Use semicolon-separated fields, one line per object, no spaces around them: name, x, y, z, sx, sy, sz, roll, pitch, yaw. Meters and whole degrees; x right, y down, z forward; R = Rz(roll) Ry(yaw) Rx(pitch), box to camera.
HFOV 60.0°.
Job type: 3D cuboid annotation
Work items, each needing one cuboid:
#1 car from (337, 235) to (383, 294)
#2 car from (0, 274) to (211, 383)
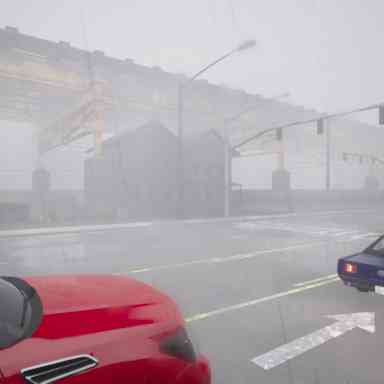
car;5.462;1.601;7.639;4.718;1.301;1.895;0;0;-35
car;-2.492;1.222;1.968;5.566;2.045;2.150;0;0;-36
